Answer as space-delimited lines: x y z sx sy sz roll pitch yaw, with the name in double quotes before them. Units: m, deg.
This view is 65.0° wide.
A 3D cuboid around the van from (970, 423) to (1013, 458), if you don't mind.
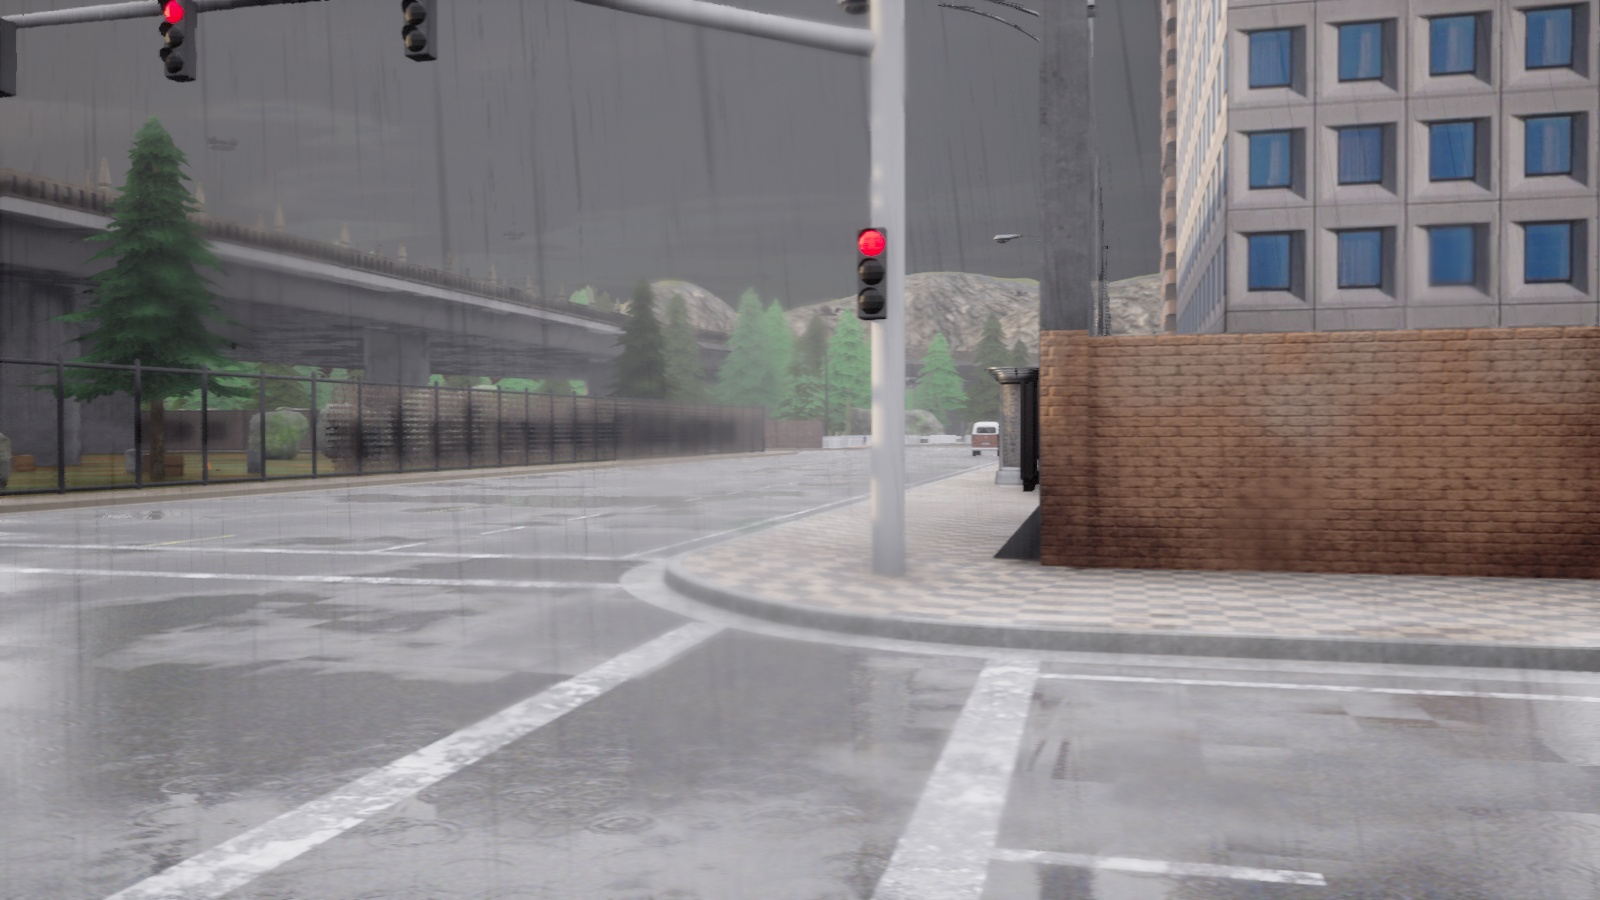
"van" 11.475 -0.577 75.029 2.069 2.038 4.480 0 1 14
